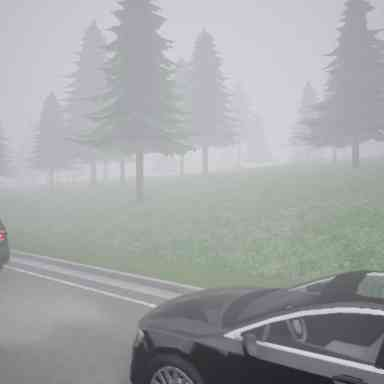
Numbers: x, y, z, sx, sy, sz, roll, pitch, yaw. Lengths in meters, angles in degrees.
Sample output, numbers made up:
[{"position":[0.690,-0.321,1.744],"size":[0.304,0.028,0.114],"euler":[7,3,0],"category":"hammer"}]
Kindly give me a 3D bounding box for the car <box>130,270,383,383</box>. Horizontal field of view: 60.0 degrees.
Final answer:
[{"position":[1.575,1.492,2.869],"size":[4.902,1.511,2.128],"euler":[0,0,36],"category":"car"}]

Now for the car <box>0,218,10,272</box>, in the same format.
[{"position":[-7.179,1.224,9.086],"size":[5.566,2.045,2.150],"euler":[0,0,36],"category":"car"}]
